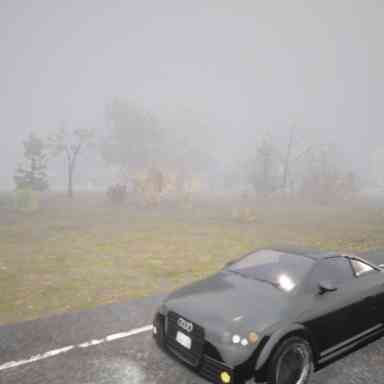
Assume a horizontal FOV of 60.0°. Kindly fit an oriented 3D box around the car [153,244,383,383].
[{"bbox_3d":[1.518,1.564,5.102,4.181,1.385,1.994,0,0,-36],"label":"car"}]
